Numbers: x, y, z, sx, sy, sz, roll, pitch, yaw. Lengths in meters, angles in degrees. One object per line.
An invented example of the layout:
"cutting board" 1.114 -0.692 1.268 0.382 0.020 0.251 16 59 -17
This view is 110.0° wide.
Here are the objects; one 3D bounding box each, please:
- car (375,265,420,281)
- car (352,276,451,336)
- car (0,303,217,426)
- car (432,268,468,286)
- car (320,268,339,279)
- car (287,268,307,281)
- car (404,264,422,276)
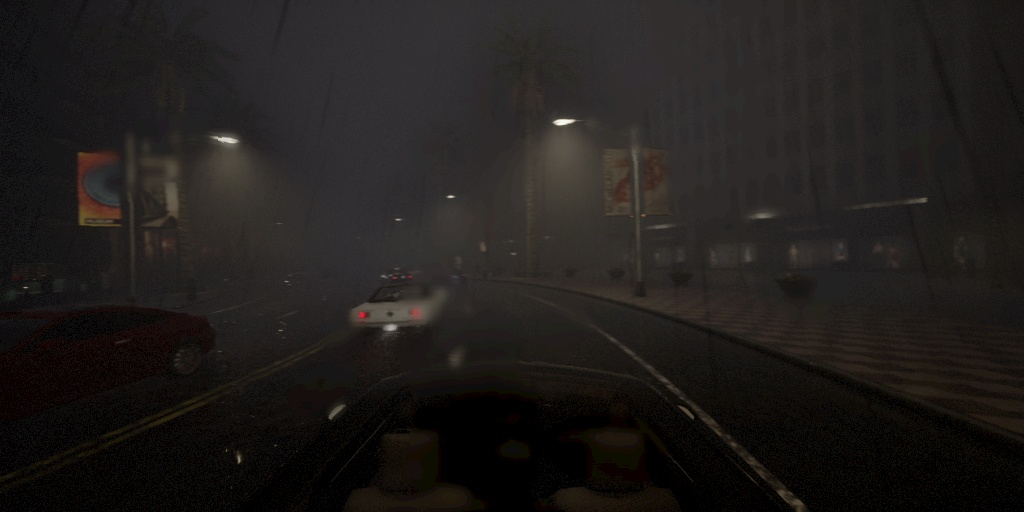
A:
"car" -9.585 1.721 29.614 2.033 1.411 5.357 -1 0 -30
"car" -3.173 1.492 11.067 1.895 1.301 4.718 -1 0 -5
"car" -6.715 1.474 5.133 1.812 1.442 4.674 -1 0 2
"car" -4.960 1.605 28.009 1.994 1.385 4.181 -1 0 -26
"car" -23.365 2.199 45.769 1.812 1.442 4.674 -1 0 -31
"car" -26.364 2.247 43.964 1.812 1.442 4.674 -1 0 -31
"car" -11.551 1.889 39.822 1.895 1.301 4.718 -1 0 -31
